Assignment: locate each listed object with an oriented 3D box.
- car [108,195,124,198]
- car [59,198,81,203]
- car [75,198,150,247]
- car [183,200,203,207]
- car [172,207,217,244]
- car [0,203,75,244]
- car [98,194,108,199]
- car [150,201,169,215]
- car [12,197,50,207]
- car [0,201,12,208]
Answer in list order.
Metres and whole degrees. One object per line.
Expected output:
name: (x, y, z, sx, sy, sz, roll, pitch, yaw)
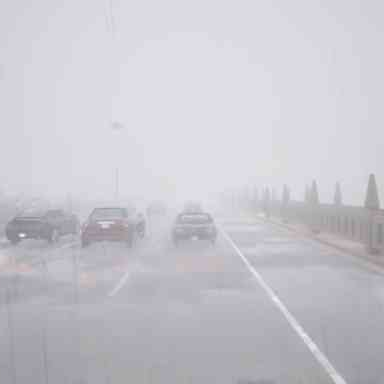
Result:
car: (-17.360, 1.302, 78.013, 1.882, 1.535, 5.008, 0, 0, 2)
car: (-14.085, 1.495, 38.685, 2.128, 1.511, 4.902, 0, 0, 0)
car: (-3.400, 1.353, 15.226, 2.097, 1.767, 4.553, 0, 0, 0)
car: (0.089, 1.529, 33.656, 1.812, 1.442, 4.674, 0, 0, 0)
car: (0.101, 1.602, 15.770, 1.895, 1.301, 4.718, 0, 0, 0)
car: (-6.899, 1.506, 15.940, 1.837, 1.490, 4.892, 0, 0, 0)
car: (-20.854, 1.319, 78.214, 1.837, 1.490, 4.892, 0, 0, 2)
car: (-3.399, 1.567, 33.244, 1.994, 1.385, 4.181, 0, 0, 0)
car: (-17.587, 1.355, 37.155, 2.097, 1.767, 4.553, 0, 0, 0)
car: (-21.090, 1.605, 36.524, 1.895, 1.301, 4.718, 0, 0, 0)
